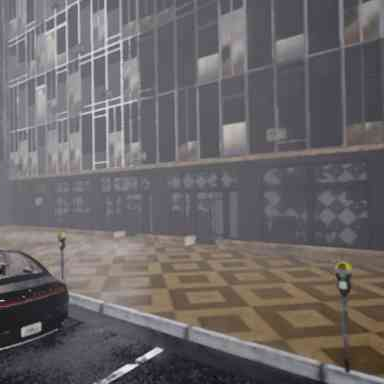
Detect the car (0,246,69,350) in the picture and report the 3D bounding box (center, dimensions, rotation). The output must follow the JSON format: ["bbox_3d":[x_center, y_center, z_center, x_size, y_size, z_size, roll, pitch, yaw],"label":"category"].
[{"bbox_3d":[-3.895,1.601,5.674,4.403,1.369,2.008,-1,-1,36],"label":"car"}]
